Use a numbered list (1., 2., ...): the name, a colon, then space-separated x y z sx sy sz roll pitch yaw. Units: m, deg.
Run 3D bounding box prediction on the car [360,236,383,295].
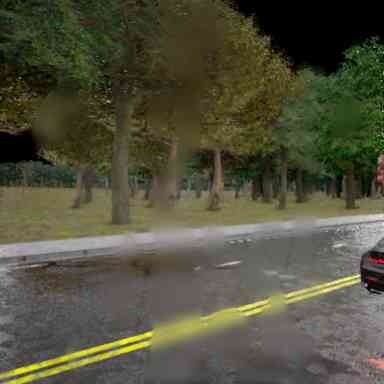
1. car: 5.691 1.501 7.500 4.892 1.490 1.837 0 0 -36
